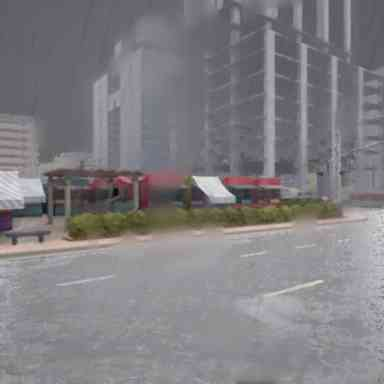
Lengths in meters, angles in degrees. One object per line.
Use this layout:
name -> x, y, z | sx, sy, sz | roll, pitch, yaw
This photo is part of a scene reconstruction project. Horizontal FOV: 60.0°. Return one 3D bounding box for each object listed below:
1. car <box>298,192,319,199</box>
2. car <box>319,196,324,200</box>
car -> 22.167, 1.002, 65.557 | 1.905, 1.878, 3.866 | 0, 0, -36
car -> 24.561, 0.996, 67.265 | 1.905, 1.878, 3.866 | 0, 0, -36
